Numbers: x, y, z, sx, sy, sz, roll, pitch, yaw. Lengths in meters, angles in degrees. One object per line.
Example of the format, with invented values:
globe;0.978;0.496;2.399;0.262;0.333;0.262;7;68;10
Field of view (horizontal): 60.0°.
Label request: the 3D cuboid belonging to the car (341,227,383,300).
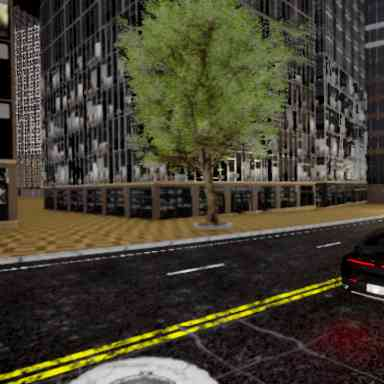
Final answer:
car;5.235;1.511;7.486;4.892;1.490;1.837;0;0;-38
